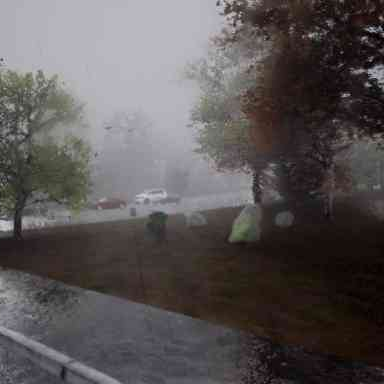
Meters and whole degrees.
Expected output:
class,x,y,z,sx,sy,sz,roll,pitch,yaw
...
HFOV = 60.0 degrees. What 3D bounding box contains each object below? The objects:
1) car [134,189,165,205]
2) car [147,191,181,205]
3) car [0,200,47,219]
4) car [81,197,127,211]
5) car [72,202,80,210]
class,x,y,z,sx,sy,sz,roll,pitch,yaw
car,-6.073,0.678,48.675,2.150,2.045,5.566,0,3,39
car,-3.523,0.982,46.270,1.812,1.442,4.674,0,3,39
car,-16.068,1.661,30.674,1.895,1.301,4.718,0,1,39
car,-9.853,1.322,38.406,1.882,1.535,5.008,0,2,39
car,-12.709,1.369,40.439,1.837,1.490,4.892,0,2,39
